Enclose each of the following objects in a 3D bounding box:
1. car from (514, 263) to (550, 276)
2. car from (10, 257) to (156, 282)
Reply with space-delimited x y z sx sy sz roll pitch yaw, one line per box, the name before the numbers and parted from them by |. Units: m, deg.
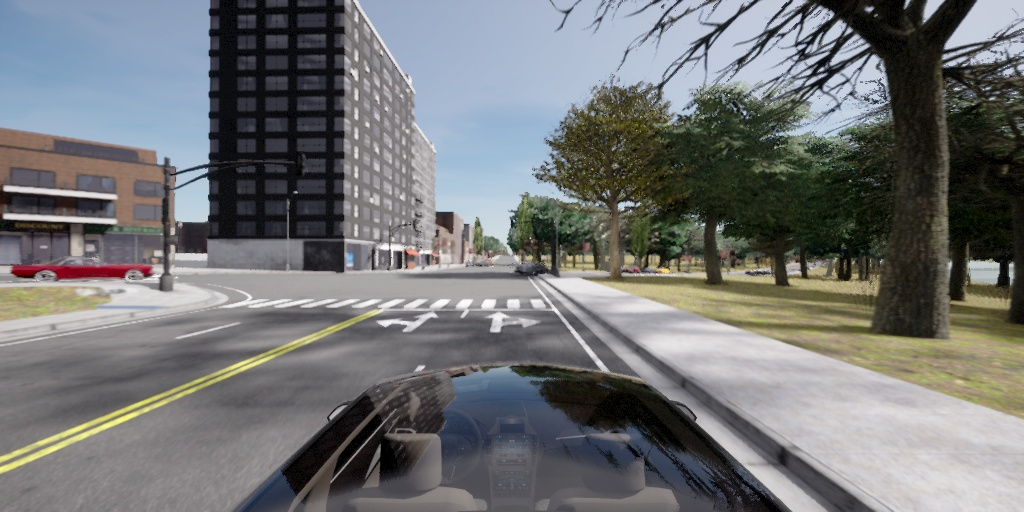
car | 2.669 1.555 41.719 5.357 1.411 2.033 2 1 -44
car | -21.729 0.719 18.559 4.718 1.301 1.895 2 -2 -43
